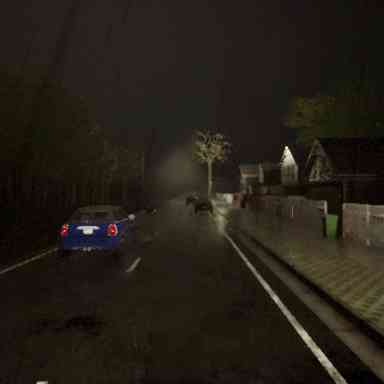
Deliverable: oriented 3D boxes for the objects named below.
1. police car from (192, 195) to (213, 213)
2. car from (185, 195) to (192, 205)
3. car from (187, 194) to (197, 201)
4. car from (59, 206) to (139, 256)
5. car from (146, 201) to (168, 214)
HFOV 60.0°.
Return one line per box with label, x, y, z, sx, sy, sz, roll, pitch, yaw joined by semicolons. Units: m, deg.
police car;1.214;1.322;35.740;1.930;1.638;5.238;0;0;0
car;-0.016;1.361;54.272;1.837;1.490;4.892;0;0;0
car;-0.022;1.228;70.164;1.994;1.385;4.181;0;0;0
car;-3.403;1.310;13.002;2.097;1.767;4.553;0;0;0
car;-3.411;1.503;33.312;1.895;1.301;4.718;0;0;0
